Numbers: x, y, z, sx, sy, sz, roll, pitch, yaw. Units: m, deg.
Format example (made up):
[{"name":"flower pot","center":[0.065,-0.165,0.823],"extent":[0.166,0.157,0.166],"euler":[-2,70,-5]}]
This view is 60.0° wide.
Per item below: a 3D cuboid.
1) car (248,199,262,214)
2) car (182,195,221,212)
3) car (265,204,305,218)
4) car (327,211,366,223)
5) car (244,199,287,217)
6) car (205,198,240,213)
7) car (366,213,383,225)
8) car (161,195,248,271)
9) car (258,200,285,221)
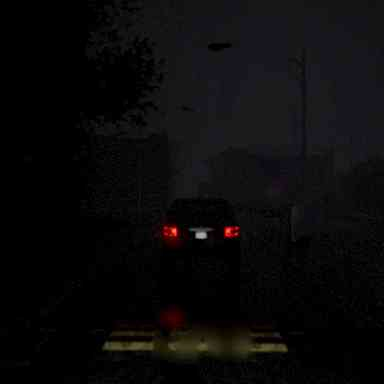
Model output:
[{"name":"car","center":[6.947,1.951,44.826],"extent":[2.185,1.767,4.553],"euler":[5,-2,-32]},{"name":"car","center":[1.115,1.436,43.621],"extent":[2.435,2.045,5.566],"euler":[1,-1,-31]},{"name":"car","center":[12.754,2.624,46.203],"extent":[1.946,1.575,5.366],"euler":[6,-2,-31]},{"name":"car","center":[21.699,3.496,47.760],"extent":[2.002,1.452,4.674],"euler":[6,-2,-31]},{"name":"car","center":[9.934,2.105,45.441],"extent":[2.435,2.045,5.566],"euler":[6,-2,-31]},{"name":"car","center":[3.984,1.713,44.268],"extent":[2.185,1.767,4.553],"euler":[3,-2,-32]},{"name":"car","center":[24.661,3.773,48.333],"extent":[2.002,1.452,4.674],"euler":[6,-2,-31]},{"name":"car","center":[0.277,1.195,10.945],"extent":[2.150,2.045,5.566],"euler":[0,-1,1]},{"name":"car","center":[9.332,2.050,33.555],"extent":[5.008,1.535,1.882],"euler":[6,-2,-39]}]
